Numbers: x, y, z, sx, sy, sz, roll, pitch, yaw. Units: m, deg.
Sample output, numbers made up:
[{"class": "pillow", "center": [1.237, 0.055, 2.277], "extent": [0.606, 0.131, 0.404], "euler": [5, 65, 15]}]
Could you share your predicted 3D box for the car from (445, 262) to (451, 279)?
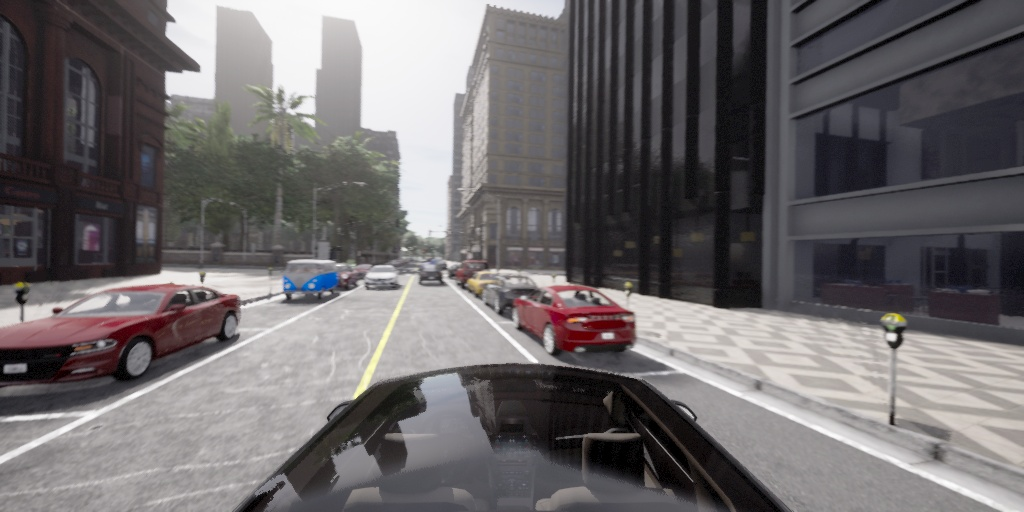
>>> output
[{"class": "car", "center": [-5.372, 1.532, 35.214], "extent": [1.948, 1.339, 4.313], "euler": [0, 0, -14]}]

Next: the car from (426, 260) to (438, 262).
[{"class": "car", "center": [-10.428, 1.514, 44.335], "extent": [1.812, 1.442, 4.674], "euler": [1, 0, -14]}]

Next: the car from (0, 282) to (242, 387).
[{"class": "car", "center": [-7.013, 1.230, 6.840], "extent": [1.888, 1.381, 4.507], "euler": [0, 0, -14]}]

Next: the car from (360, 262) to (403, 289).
[{"class": "car", "center": [-8.463, 1.339, 23.610], "extent": [1.812, 1.442, 4.674], "euler": [1, -1, -14]}]

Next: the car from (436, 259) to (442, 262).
[{"class": "car", "center": [-11.831, 1.649, 60.849], "extent": [1.948, 1.339, 4.313], "euler": [0, 0, -14]}]

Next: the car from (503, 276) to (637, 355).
[{"class": "car", "center": [1.255, 1.380, 8.910], "extent": [1.888, 1.381, 4.507], "euler": [0, 0, -14]}]

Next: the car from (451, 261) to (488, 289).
[{"class": "car", "center": [-2.721, 1.230, 24.692], "extent": [2.192, 1.841, 5.009], "euler": [0, 0, -14]}]

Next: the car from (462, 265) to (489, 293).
[{"class": "car", "center": [-1.437, 1.414, 19.596], "extent": [1.751, 1.417, 4.829], "euler": [0, 0, -14]}]

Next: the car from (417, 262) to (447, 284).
[{"class": "car", "center": [-6.328, 1.413, 28.073], "extent": [1.812, 1.442, 4.674], "euler": [1, 0, -14]}]

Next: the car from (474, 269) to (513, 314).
[{"class": "car", "center": [-0.070, 1.412, 14.170], "extent": [2.007, 1.370, 4.403], "euler": [0, 0, -14]}]

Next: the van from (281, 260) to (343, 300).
[{"class": "van", "center": [-9.665, 1.079, 17.364], "extent": [1.690, 1.789, 3.998], "euler": [0, 0, -14]}]

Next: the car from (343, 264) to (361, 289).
[{"class": "car", "center": [-10.991, 1.205, 22.625], "extent": [1.967, 1.591, 4.097], "euler": [0, 0, -14]}]
